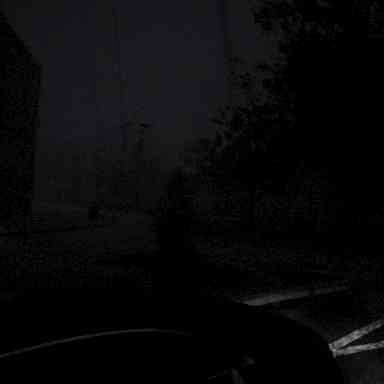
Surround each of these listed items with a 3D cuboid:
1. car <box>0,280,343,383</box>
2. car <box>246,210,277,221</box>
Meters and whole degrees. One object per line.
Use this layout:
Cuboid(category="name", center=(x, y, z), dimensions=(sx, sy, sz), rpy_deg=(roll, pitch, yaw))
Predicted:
Cuboid(category="car", center=(-0.814, 1.503, 2.535), dimensions=(4.892, 1.490, 1.837), rpy_deg=(0, 0, -35))
Cuboid(category="car", center=(10.524, 3.453, 50.362), dimensions=(4.902, 1.511, 2.128), rpy_deg=(4, -2, -18))
